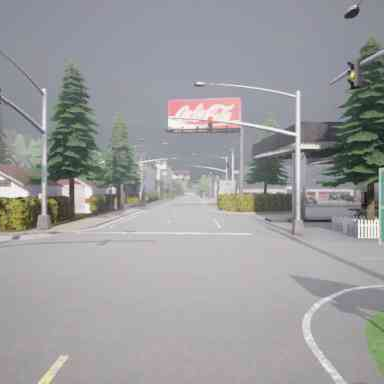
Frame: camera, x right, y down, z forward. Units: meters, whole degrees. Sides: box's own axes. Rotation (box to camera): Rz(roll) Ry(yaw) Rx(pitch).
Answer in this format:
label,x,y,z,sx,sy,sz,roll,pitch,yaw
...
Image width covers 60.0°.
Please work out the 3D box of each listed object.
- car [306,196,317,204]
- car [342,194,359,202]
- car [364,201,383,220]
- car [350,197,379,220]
label,x,y,z,sx,sy,sz,roll,pitch,yaw
car,22.544,1.552,63.948,1.970,1.475,3.806,0,0,0
car,34.953,1.489,71.732,2.007,1.523,4.514,0,0,0
car,18.715,1.672,30.554,4.611,1.667,2.242,0,0,0
car,14.385,1.504,24.887,3.866,1.878,1.905,0,0,0
